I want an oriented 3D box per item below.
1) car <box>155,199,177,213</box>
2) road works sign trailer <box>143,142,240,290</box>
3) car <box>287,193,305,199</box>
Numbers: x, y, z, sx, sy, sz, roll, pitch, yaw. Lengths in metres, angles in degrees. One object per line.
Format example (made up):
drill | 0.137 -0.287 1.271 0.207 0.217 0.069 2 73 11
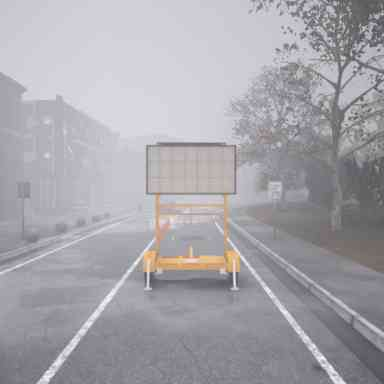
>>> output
car | -2.775 1.518 36.541 1.837 1.490 4.892 0 0 5
road works sign trailer | -0.020 0.467 9.035 2.380 3.560 2.880 0 0 0
car | 23.994 0.924 76.743 4.902 1.511 2.128 -2 0 -32
